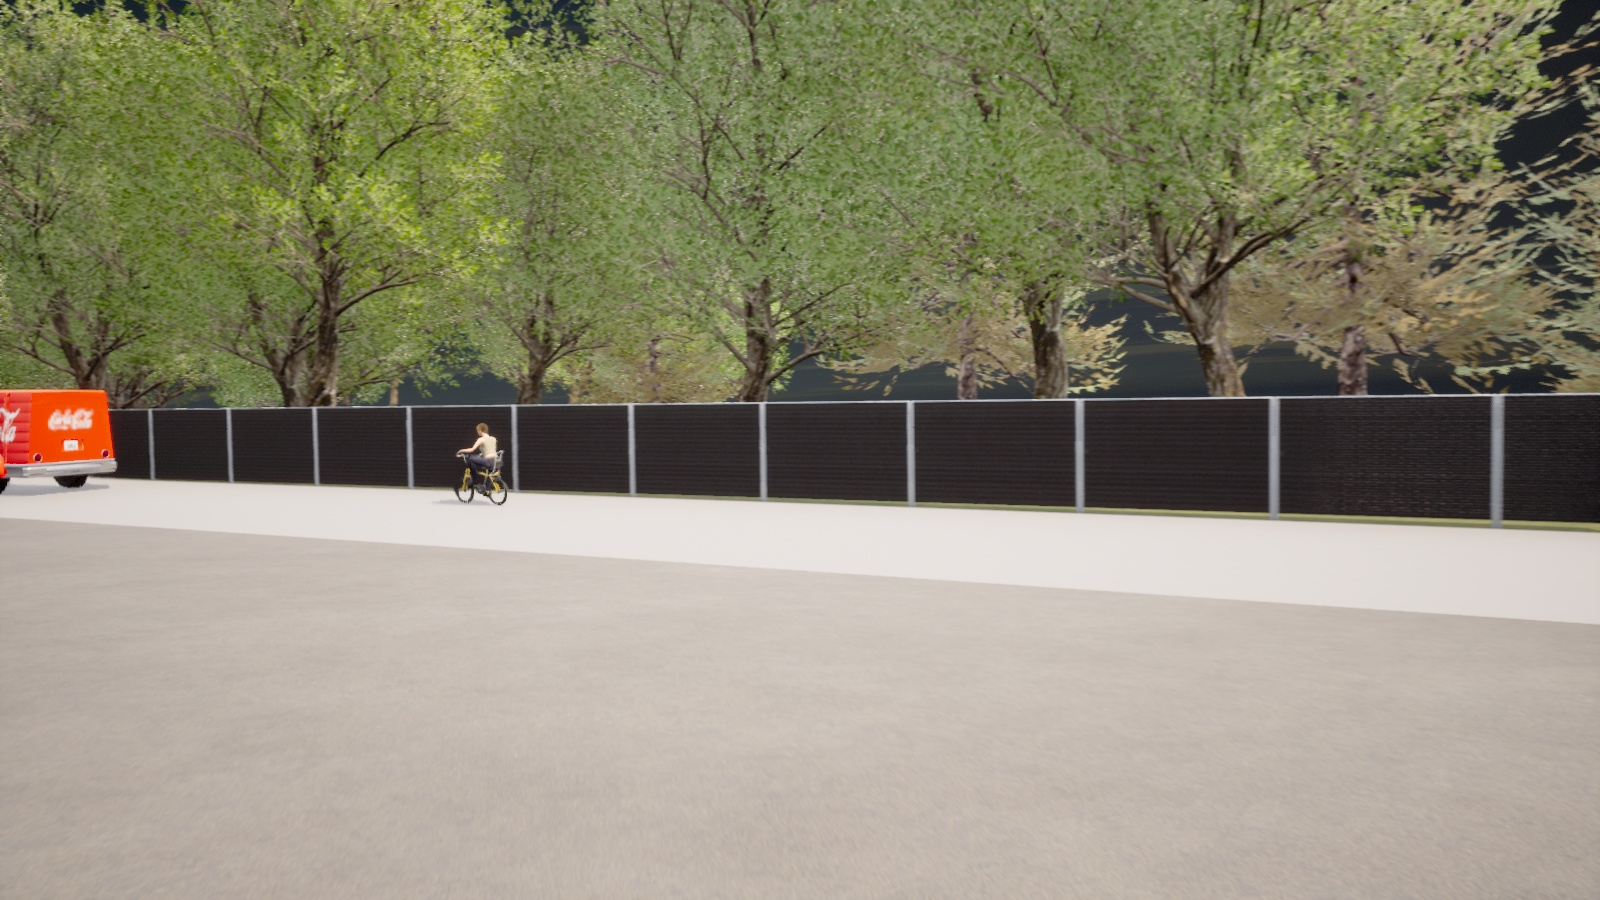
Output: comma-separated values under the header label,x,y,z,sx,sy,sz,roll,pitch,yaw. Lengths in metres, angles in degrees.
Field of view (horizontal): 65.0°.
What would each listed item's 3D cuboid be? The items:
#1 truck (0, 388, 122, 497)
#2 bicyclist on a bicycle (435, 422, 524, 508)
label,x,y,z,sx,sy,sz,roll,pitch,yaw
truck,-19.699,-0.247,30.658,5.204,2.467,2.627,0,3,20
bicyclist on a bicycle,-6.326,0.276,24.778,1.509,1.612,0.866,1,3,34
